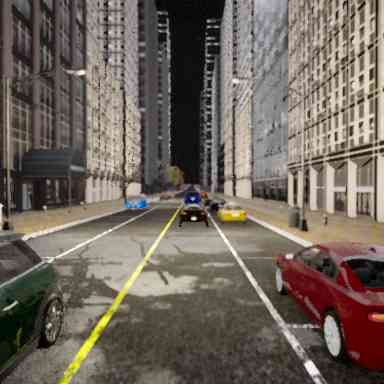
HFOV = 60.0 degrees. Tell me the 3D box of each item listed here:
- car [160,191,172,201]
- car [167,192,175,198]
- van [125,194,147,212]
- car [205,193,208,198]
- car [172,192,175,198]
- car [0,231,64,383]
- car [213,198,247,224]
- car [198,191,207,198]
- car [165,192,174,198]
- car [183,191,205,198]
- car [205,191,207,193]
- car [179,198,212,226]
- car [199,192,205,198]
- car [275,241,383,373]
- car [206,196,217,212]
[{"bbox_3d":[-5.668,1.032,68.379,1.887,1.381,4.507,0,0,0],"label":"car"},{"bbox_3d":[-5.659,0.729,91.171,1.967,1.590,4.097,0,1,0],"label":"car"},{"bbox_3d":[-5.682,1.098,34.189,1.690,1.788,3.998,0,0,0],"label":"van"},{"bbox_3d":[2.704,1.236,45.580,1.947,1.339,4.313,0,0,0],"label":"car"},{"bbox_3d":[-5.666,0.754,74.075,2.192,1.841,5.009,0,0,0],"label":"car"},{"bbox_3d":[-3.000,1.330,3.149,2.097,1.767,4.553,0,0,0],"label":"car"},{"bbox_3d":[2.695,1.366,22.957,1.752,1.417,4.829,0,0,0],"label":"car"},{"bbox_3d":[2.719,0.656,85.465,2.192,1.841,5.009,0,1,0],"label":"car"},{"bbox_3d":[-5.661,0.780,85.472,1.967,1.590,4.097,0,1,0],"label":"car"},{"bbox_3d":[0.117,0.934,40.302,2.150,2.045,5.566,0,1,0],"label":"car"},{"bbox_3d":[2.717,0.706,79.767,2.192,1.841,5.009,0,1,0],"label":"car"},{"bbox_3d":[0.108,1.375,21.716,1.812,1.442,4.674,0,0,0],"label":"car"},{"bbox_3d":[2.722,0.813,91.335,1.752,1.417,4.829,0,1,0],"label":"car"},{"bbox_3d":[2.688,1.506,5.692,1.887,1.381,4.507,0,0,0],"label":"car"},{"bbox_3d":[2.700,1.323,34.184,1.947,1.339,4.313,0,0,0],"label":"car"}]
